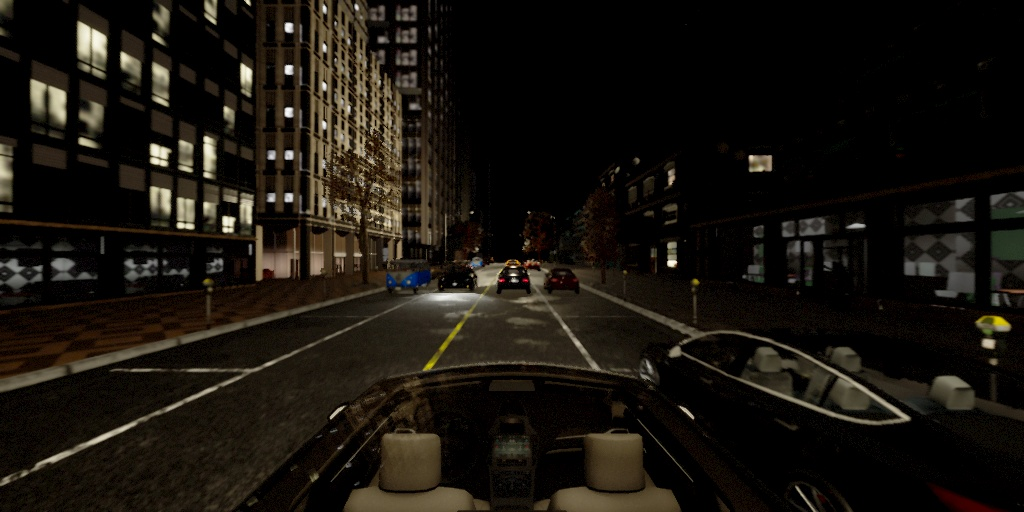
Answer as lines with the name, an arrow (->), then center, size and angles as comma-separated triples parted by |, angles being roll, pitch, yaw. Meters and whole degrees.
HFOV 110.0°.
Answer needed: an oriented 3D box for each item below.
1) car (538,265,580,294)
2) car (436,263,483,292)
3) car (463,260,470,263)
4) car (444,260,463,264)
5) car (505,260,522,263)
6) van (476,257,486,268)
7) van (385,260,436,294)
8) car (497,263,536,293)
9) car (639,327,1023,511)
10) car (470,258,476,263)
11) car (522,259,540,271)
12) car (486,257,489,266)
car -> 2.687, 1.340, 20.016 | 1.802, 1.307, 4.207 | 0, 0, 0
car -> -3.091, 1.323, 21.319 | 1.994, 1.385, 4.181 | 0, 0, 0
car -> -5.698, 1.352, 36.627 | 1.802, 1.307, 4.207 | 0, 0, 0
car -> -5.696, 1.291, 30.921 | 1.751, 1.417, 4.829 | 0, 0, 0
car -> 0.090, 1.259, 48.260 | 1.882, 1.535, 5.008 | 0, 0, 0
van -> -5.704, 1.133, 58.774 | 1.690, 1.789, 3.998 | 0, 0, 0
van -> -5.694, 1.098, 20.016 | 1.690, 1.789, 3.998 | 0, 0, 0
car -> 0.095, 1.306, 20.862 | 2.033, 1.411, 5.357 | 0, 0, 0
car -> 2.690, 1.317, 3.405 | 1.948, 1.339, 4.313 | 0, 0, 0
car -> -5.699, 1.215, 42.164 | 1.967, 1.591, 4.097 | 0, 0, 0
car -> 2.681, 1.221, 47.701 | 1.967, 1.591, 4.097 | 0, 0, 0
car -> -5.705, 1.345, 64.312 | 1.888, 1.381, 4.507 | 0, 0, 0
